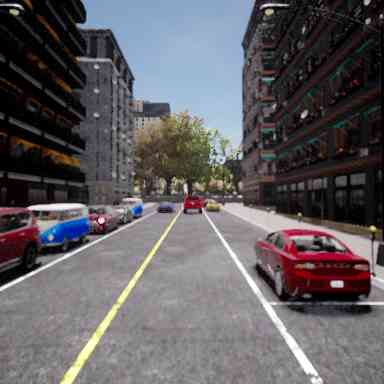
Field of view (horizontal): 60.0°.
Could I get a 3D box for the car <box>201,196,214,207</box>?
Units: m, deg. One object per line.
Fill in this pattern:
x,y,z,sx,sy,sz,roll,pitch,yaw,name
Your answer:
2.720,1.635,59.690,2.192,1.841,5.009,1,0,0,car

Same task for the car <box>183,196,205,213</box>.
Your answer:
0.106,1.438,40.171,2.150,2.045,5.566,0,0,0,car

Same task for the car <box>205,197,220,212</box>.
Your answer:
2.713,1.754,42.770,1.752,1.417,4.829,1,0,0,car

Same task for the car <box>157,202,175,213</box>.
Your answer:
-3.086,1.812,39.573,1.895,1.301,4.718,0,0,0,car

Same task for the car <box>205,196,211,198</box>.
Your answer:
2.715,1.834,53.994,1.887,1.381,4.507,1,0,0,car

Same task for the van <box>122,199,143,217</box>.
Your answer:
-5.634,1.508,31.149,1.690,1.788,3.998,1,0,0,van

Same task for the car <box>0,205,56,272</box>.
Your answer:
-5.637,1.360,8.365,2.192,1.841,5.009,1,0,0,car

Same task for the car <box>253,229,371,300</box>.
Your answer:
2.706,1.590,8.423,1.887,1.381,4.507,1,0,0,car

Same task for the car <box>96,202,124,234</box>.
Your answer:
-5.637,1.546,19.756,1.967,1.590,4.097,1,0,0,car

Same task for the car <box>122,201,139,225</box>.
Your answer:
-5.638,1.687,25.452,2.008,1.369,4.403,1,0,0,car

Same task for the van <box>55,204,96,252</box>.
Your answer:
-5.637,1.417,14.060,1.690,1.788,3.998,1,0,0,van
